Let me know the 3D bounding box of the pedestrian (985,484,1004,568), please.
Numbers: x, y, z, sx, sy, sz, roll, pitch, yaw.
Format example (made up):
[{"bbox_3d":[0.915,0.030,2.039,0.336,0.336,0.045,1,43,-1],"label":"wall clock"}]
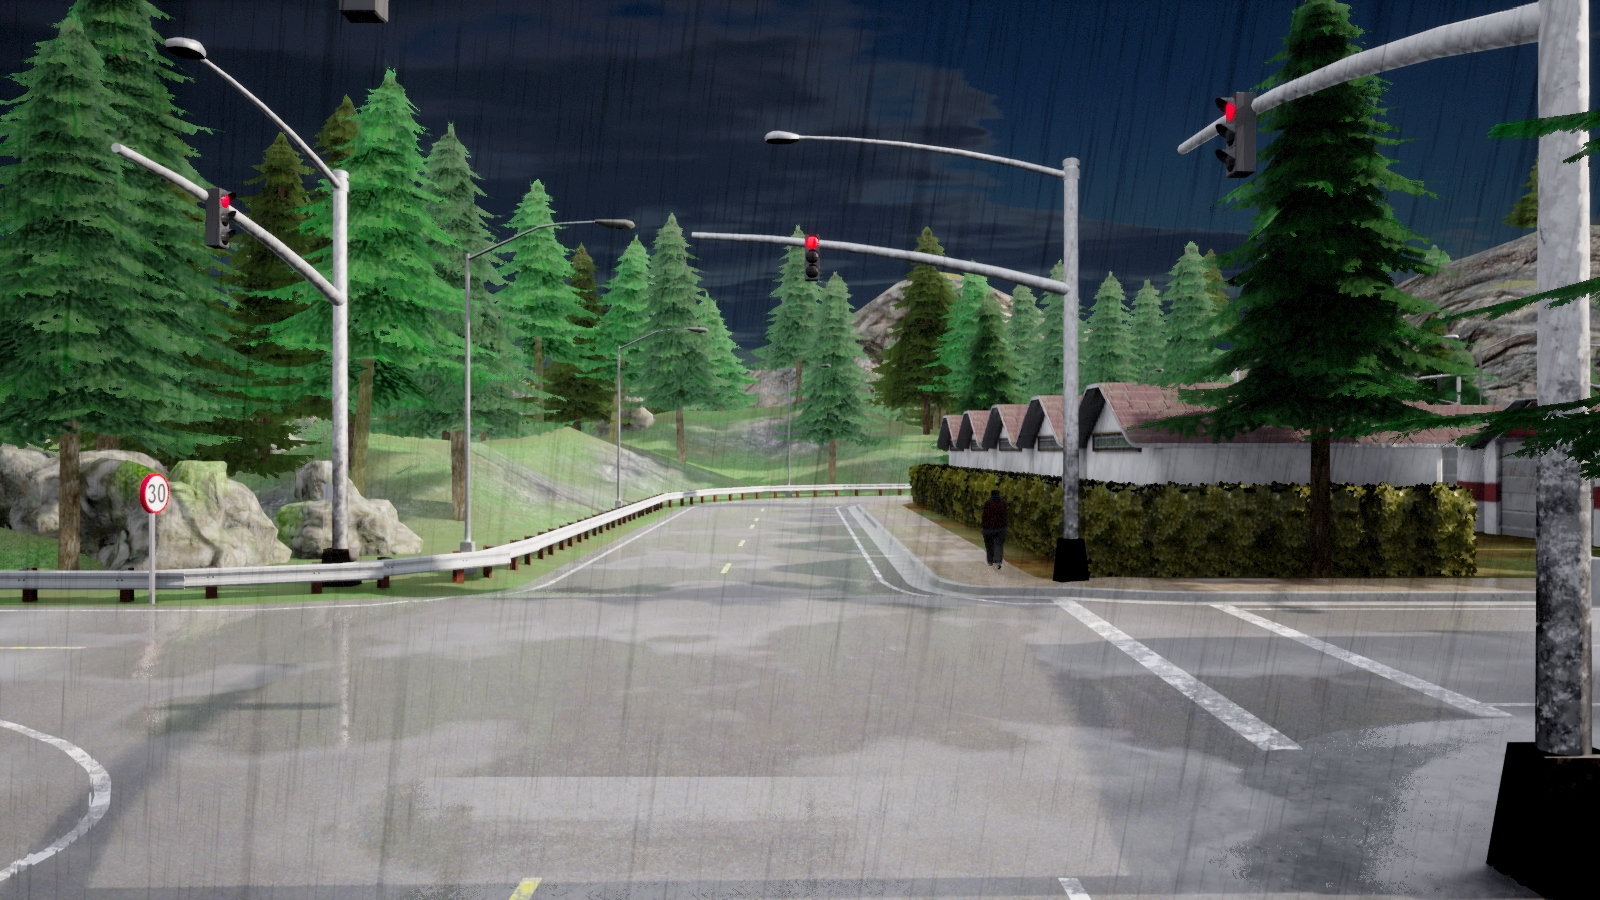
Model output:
[{"bbox_3d":[4.344,1.691,25.515,0.375,1.860,0.375,0,0,0],"label":"pedestrian"}]
